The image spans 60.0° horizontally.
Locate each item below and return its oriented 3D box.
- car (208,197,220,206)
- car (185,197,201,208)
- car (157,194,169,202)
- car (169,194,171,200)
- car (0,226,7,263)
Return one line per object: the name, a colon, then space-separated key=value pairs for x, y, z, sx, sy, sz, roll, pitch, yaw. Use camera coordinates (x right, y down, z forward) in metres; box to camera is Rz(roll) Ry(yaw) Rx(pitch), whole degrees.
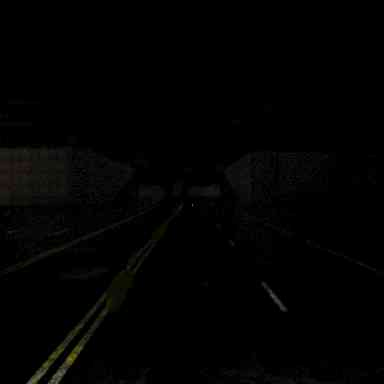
car: x=3.607 y=1.496 z=55.860 sx=2.128 sy=1.511 sz=4.902 roll=0 pitch=0 yaw=0
car: x=0.101 y=1.509 z=46.780 sx=1.837 sy=1.490 sz=4.892 roll=0 pitch=0 yaw=0
car: x=-6.992 y=1.484 z=77.782 sx=1.882 sy=1.535 sz=5.008 roll=0 pitch=0 yaw=0
car: x=-6.990 y=1.354 z=93.451 sx=2.097 sy=1.767 sz=4.553 roll=0 pitch=0 yaw=0
car: x=-7.060 y=1.352 z=8.847 sx=2.097 sy=1.767 sz=4.553 roll=0 pitch=0 yaw=0
